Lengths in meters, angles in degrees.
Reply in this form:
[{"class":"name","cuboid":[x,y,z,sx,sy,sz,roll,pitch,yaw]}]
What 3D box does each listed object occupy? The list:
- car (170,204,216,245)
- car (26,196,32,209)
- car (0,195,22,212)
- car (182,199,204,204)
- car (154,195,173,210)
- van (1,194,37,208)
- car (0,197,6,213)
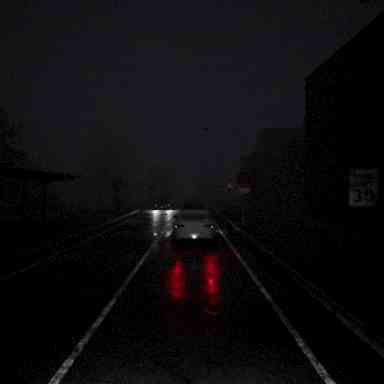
[{"class":"car","cuboid":[0.084,1.511,15.448,1.812,1.442,4.674,0,0,0]},{"class":"car","cuboid":[-22.143,1.497,39.323,4.792,1.488,2.163,0,0,0]},{"class":"car","cuboid":[-21.924,1.464,36.546,5.366,1.575,1.946,0,0,0]},{"class":"car","cuboid":[0.096,1.363,31.188,1.882,1.535,5.008,0,1,0]},{"class":"car","cuboid":[-3.336,1.157,39.370,1.837,1.490,4.892,0,7,0]},{"class":"van","cuboid":[-22.000,1.241,42.097,4.442,1.987,1.878,0,0,0]},{"class":"car","cuboid":[-22.136,1.496,33.772,4.792,1.488,2.163,0,0,0]}]
